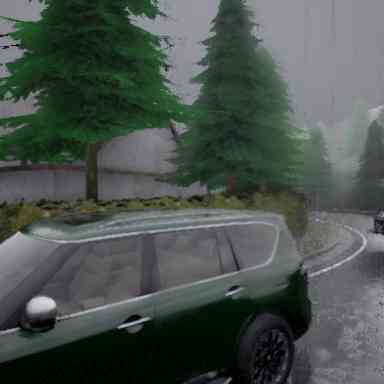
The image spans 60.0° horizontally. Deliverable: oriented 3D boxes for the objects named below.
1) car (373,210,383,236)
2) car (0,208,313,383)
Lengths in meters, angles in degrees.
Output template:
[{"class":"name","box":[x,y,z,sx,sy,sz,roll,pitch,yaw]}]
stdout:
[{"class":"car","box":[10.425,1.586,16.785,2.033,1.411,5.357,0,0,21]},{"class":"car","box":[-1.000,1.247,3.518,5.566,2.045,2.150,0,0,-38]}]
